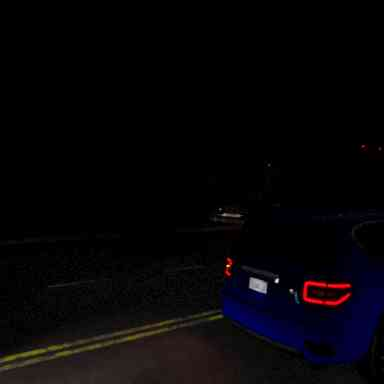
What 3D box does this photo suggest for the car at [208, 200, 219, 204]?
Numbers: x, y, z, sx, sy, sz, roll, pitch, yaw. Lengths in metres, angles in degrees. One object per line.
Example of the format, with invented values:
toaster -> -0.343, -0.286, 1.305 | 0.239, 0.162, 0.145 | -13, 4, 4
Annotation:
car -> 1.769, 1.617, 37.853 | 2.128, 1.511, 4.902 | 0, 0, -31

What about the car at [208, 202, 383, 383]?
car -> 3.064, 1.257, 5.592 | 5.566, 2.045, 2.150 | 0, 0, -33
